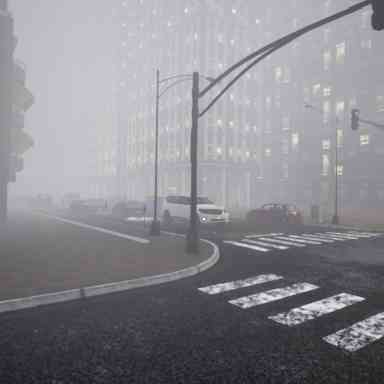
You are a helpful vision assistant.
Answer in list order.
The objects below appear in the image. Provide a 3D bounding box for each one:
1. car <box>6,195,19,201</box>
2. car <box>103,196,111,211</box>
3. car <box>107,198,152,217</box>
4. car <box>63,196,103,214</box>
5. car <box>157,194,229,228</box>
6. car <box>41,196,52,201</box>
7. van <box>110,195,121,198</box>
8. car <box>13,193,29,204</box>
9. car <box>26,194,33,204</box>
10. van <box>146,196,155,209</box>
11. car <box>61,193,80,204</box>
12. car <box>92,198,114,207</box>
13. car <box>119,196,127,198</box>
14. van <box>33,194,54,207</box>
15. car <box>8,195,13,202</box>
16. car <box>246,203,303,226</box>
[{"bbox_3d":[-40.254,1.378,74.390,2.008,1.369,4.403,1,-1,-35],"label":"car"},{"bbox_3d":[-11.650,1.468,38.546,2.033,1.411,5.357,1,-1,-35],"label":"car"},{"bbox_3d":[-5.771,1.498,30.252,1.994,1.385,4.181,1,-1,-35],"label":"car"},{"bbox_3d":[-10.846,1.427,32.923,2.008,1.369,4.403,1,-1,-35],"label":"car"},{"bbox_3d":[0.012,1.170,22.098,2.150,2.045,5.566,1,-1,-35],"label":"car"},{"bbox_3d":[-36.689,1.570,83.844,1.802,1.307,4.206,1,-1,-35],"label":"car"},{"bbox_3d":[-10.543,1.368,46.987,1.690,1.788,3.998,1,-1,-35],"label":"van"},{"bbox_3d":[-30.448,1.155,60.570,2.192,1.841,5.009,1,-1,-35],"label":"car"},{"bbox_3d":[-23.917,1.432,51.353,1.802,1.307,4.206,1,-1,-35],"label":"car"},{"bbox_3d":[-4.008,1.382,37.772,1.690,1.788,3.998,1,-1,-35],"label":"van"},{"bbox_3d":[-20.454,1.182,56.317,2.150,2.045,5.566,1,-1,-35],"label":"car"},{"bbox_3d":[-13.815,1.586,51.592,1.947,1.339,4.313,1,-1,-35],"label":"car"},{"bbox_3d":[-7.279,1.584,42.377,2.008,1.369,4.403,1,-1,-35],"label":"car"},{"bbox_3d":[-20.645,1.197,46.748,1.690,1.788,3.998,1,-1,-35],"label":"van"},{"bbox_3d":[-36.987,1.397,69.783,1.947,1.339,4.313,1,-1,-35],"label":"car"},{"bbox_3d":[5.794,1.505,23.949,1.967,1.590,4.097,1,-1,-35],"label":"car"}]
